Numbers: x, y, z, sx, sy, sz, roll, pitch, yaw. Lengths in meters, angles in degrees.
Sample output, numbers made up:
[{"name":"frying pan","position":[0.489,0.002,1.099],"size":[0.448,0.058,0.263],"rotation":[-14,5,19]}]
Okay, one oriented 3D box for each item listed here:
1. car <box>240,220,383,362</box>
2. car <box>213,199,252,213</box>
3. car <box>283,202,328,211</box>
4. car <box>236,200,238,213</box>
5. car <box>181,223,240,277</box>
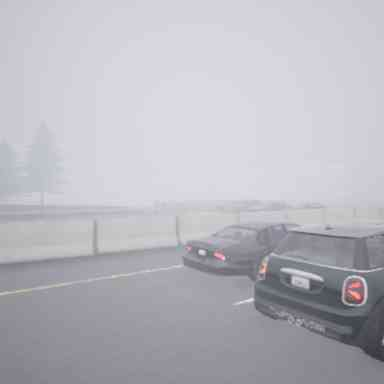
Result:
[{"name":"car","position":[3.327,1.348,6.136],"size":[4.553,1.767,2.097],"rotation":[0,0,-35]},{"name":"car","position":[4.581,1.551,37.363],"size":[4.181,1.385,1.994],"rotation":[0,0,-35]},{"name":"car","position":[9.710,1.587,28.127],"size":[4.718,1.301,1.895],"rotation":[0,0,-36]},{"name":"car","position":[5.734,1.490,33.887],"size":[4.892,1.490,1.837],"rotation":[-1,0,-36]},{"name":"car","position":[2.296,1.543,9.693],"size":[5.357,1.411,2.033],"rotation":[0,0,-35]}]
